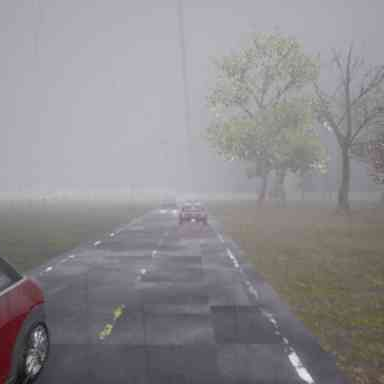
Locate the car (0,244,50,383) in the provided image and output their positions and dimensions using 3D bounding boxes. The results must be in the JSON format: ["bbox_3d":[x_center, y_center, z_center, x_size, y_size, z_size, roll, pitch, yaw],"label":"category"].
[{"bbox_3d":[-2.850,1.347,2.299,2.097,1.767,4.553,0,0,0],"label":"car"}]

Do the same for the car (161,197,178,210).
[{"bbox_3d":[-2.838,1.384,42.229,1.882,1.535,5.008,0,0,0],"label":"car"}]

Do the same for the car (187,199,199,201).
[{"bbox_3d":[0.099,1.507,42.384,1.895,1.301,4.718,0,0,0],"label":"car"}]

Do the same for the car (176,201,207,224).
[{"bbox_3d":[0.083,1.553,23.779,1.895,1.301,4.718,0,0,0],"label":"car"}]
